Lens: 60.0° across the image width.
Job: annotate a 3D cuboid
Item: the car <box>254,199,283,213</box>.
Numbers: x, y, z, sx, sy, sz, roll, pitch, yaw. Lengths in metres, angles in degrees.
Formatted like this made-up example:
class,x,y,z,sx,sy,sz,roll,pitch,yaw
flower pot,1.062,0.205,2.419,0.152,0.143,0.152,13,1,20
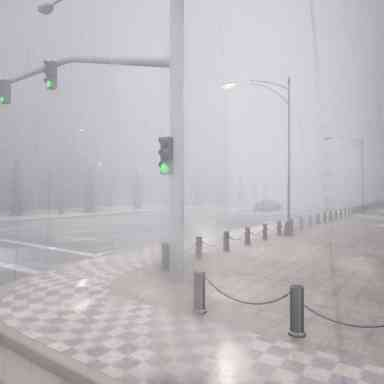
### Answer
class,x,y,z,sx,sy,sz,roll,pitch,yaw
car,8.446,1.508,36.713,1.994,1.385,4.181,0,0,36
